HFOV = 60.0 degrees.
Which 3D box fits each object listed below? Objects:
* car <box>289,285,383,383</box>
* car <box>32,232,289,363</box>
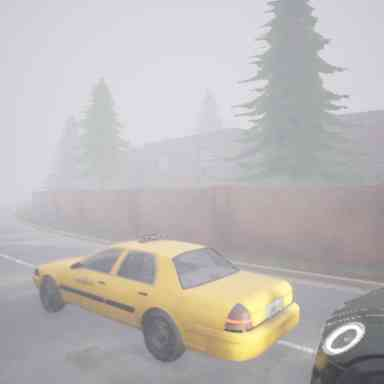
[{"bbox_3d":[3.401,1.373,2.681,4.553,1.767,2.097,0,0,35],"label":"car"},{"bbox_3d":[-0.927,1.498,5.958,5.366,1.575,1.801,0,-1,39],"label":"car"}]
